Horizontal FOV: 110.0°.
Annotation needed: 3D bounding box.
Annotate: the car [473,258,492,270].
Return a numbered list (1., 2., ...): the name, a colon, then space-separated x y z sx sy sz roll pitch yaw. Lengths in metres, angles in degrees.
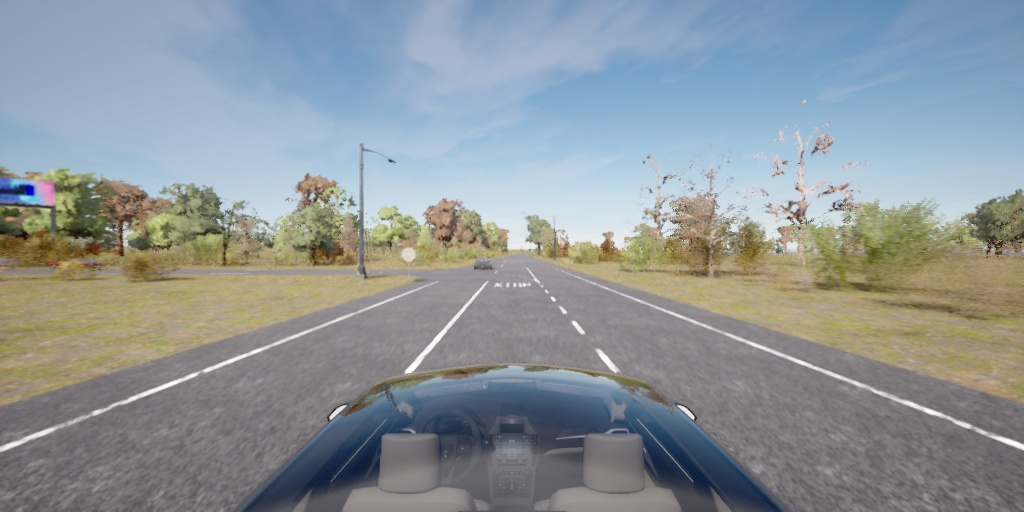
1. car: -3.339 0.935 41.867 1.994 1.385 4.181 0 1 0

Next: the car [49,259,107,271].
1. car: -48.940 0.988 40.429 4.718 1.301 1.895 0 0 2
